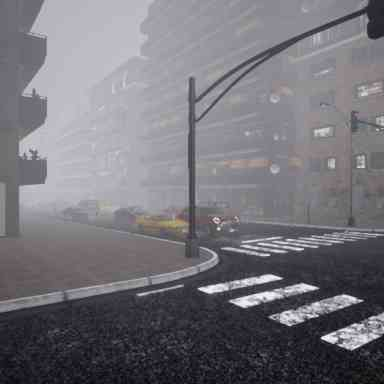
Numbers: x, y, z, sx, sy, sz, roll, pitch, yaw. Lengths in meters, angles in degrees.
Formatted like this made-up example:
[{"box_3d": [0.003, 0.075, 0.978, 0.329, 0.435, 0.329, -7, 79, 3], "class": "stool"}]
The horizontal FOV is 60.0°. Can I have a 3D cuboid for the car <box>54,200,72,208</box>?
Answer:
[{"box_3d": [-25.238, 2.524, 66.255, 2.192, 1.841, 5.009, -1, 0, -36], "class": "car"}]

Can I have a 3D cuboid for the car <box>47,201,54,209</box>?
[{"box_3d": [-28.574, 2.623, 70.833, 2.192, 1.841, 5.009, -1, 0, -36], "class": "car"}]

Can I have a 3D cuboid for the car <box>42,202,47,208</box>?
[{"box_3d": [-31.904, 2.973, 75.409, 1.947, 1.339, 4.313, -1, 0, -36], "class": "car"}]

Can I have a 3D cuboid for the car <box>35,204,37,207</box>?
[{"box_3d": [-38.572, 3.168, 84.565, 1.947, 1.339, 4.313, -1, 0, -36], "class": "car"}]

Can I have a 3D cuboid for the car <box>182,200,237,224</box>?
[{"box_3d": [1.450, 1.713, 29.643, 2.192, 1.841, 5.009, -1, 0, -36], "class": "car"}]

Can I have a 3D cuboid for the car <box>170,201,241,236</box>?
[{"box_3d": [0.927, 1.634, 20.606, 2.097, 1.767, 4.553, 0, -1, -36], "class": "car"}]

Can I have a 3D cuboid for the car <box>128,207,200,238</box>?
[{"box_3d": [-1.817, 1.833, 19.961, 1.752, 1.417, 4.829, -1, 0, -36], "class": "car"}]

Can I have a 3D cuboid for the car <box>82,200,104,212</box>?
[{"box_3d": [-16.458, 2.307, 55.013, 2.097, 1.767, 4.553, 0, -1, -36], "class": "car"}]

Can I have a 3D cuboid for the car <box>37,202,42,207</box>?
[{"box_3d": [-35.241, 3.049, 79.986, 1.887, 1.381, 4.507, -1, 0, -36], "class": "car"}]

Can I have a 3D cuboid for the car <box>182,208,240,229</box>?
[{"box_3d": [1.340, 1.942, 25.356, 1.895, 1.301, 4.718, 0, -1, -35], "class": "car"}]

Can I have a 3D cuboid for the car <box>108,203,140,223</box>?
[{"box_3d": [-5.118, 1.961, 28.909, 2.128, 1.511, 4.902, 0, -1, -36], "class": "car"}]

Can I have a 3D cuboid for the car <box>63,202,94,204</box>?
[{"box_3d": [-14.144, 2.308, 41.329, 1.994, 1.385, 4.181, 0, -1, -36], "class": "car"}]

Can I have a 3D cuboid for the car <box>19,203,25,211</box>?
[{"box_3d": [-31.942, 2.770, 61.290, 1.887, 1.381, 4.507, -1, 0, -36], "class": "car"}]

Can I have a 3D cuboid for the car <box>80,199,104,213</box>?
[{"box_3d": [-15.063, 2.066, 47.906, 2.150, 2.045, 5.566, 0, -1, -36], "class": "car"}]

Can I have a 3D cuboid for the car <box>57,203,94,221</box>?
[{"box_3d": [-11.925, 2.163, 33.829, 1.887, 1.381, 4.507, -1, 0, -36], "class": "car"}]

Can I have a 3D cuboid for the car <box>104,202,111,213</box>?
[{"box_3d": [-12.433, 2.290, 49.555, 1.801, 1.575, 5.366, 0, -1, -36], "class": "car"}]
